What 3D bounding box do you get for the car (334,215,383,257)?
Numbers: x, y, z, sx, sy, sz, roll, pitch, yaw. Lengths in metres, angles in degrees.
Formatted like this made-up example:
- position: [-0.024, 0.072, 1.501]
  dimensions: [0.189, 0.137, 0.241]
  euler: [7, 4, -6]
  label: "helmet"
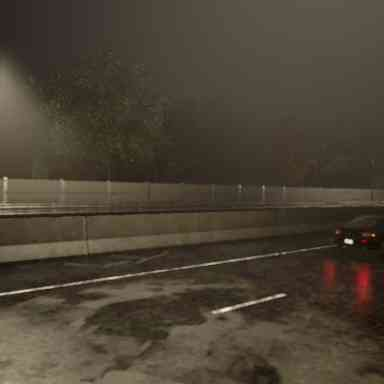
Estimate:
- position: [7.683, 1.677, 13.603]
  dimensions: [4.674, 1.442, 1.812]
  euler: [0, 0, -35]
  label: "car"
